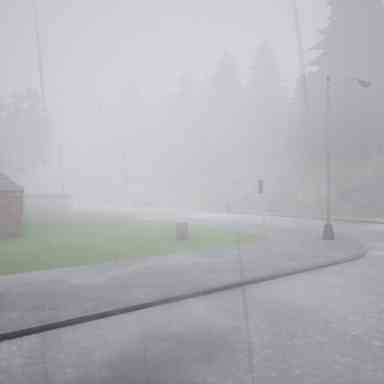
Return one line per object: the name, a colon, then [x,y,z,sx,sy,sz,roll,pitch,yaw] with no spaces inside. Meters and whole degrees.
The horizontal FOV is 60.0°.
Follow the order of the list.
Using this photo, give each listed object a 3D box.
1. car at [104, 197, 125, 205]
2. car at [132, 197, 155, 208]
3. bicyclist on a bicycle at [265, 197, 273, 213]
car: [-13.313,1.547,57.157,2.033,1.411,5.357,0,0,-35]
car: [-6.987,1.526,48.346,1.812,1.442,4.674,0,0,-35]
bicyclist on a bicycle: [7.935,1.349,34.655,1.656,1.620,0.582,0,0,-36]
